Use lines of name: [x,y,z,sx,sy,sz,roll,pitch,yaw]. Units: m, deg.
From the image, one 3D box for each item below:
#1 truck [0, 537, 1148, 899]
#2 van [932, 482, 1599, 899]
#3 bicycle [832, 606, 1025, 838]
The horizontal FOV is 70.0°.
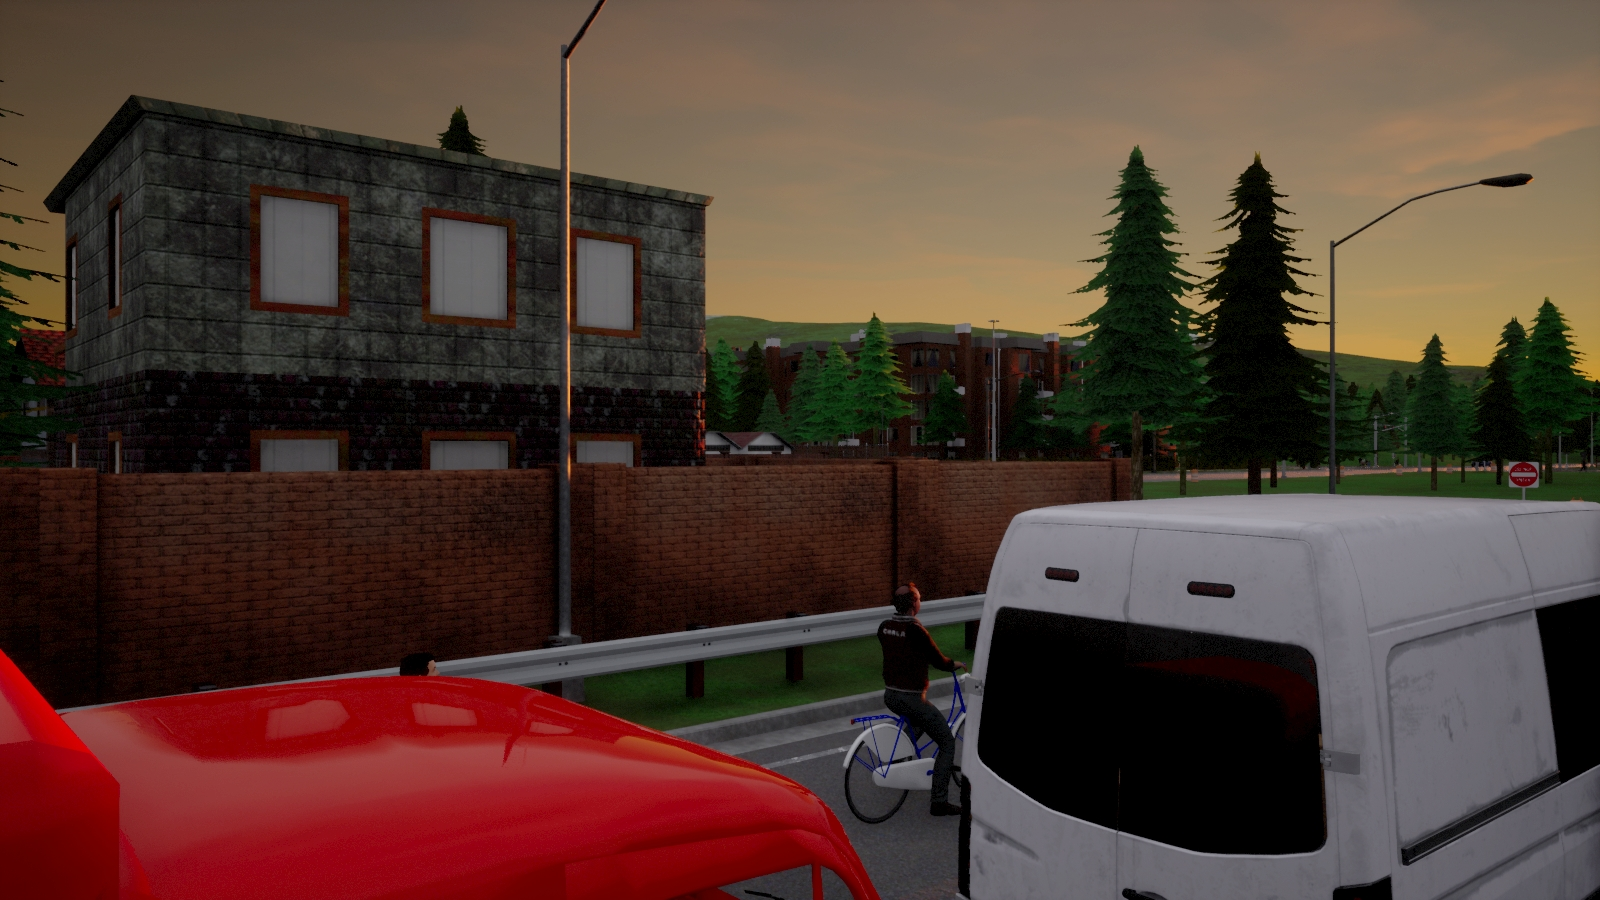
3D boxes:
truck: [-2.109,1.568,1.686,5.204,2.467,2.627,0,0,-40]
van: [3.509,1.534,6.458,5.915,2.561,1.988,0,0,-40]
bicycle: [1.045,2.060,8.955,1.835,1.471,0.329,0,0,-40]
